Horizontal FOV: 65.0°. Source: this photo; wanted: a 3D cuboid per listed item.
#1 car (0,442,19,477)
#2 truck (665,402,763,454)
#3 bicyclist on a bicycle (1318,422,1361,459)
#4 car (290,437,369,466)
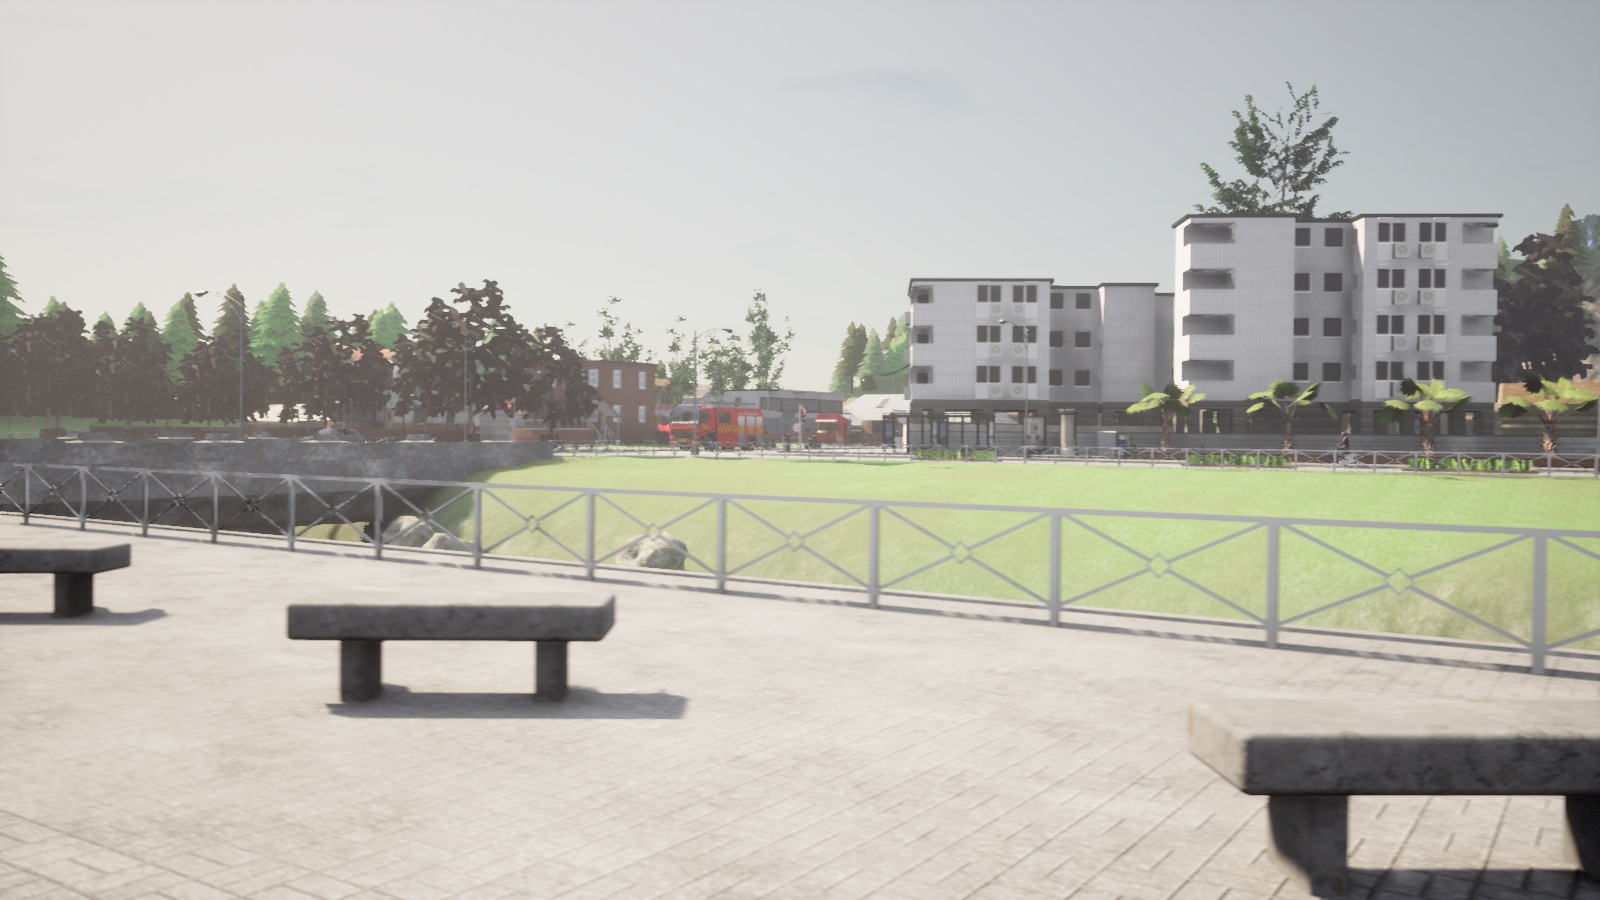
[{"bbox_3d":[-33.786,0.418,48.905,2.033,1.411,5.357,0,1,34],"label":"car"},{"bbox_3d":[-6.527,-1.700,97.145,2.891,3.827,8.468,0,1,35],"label":"truck"},{"bbox_3d":[26.166,-0.467,60.918,1.843,1.776,0.659,0,1,34],"label":"bicyclist on a bicycle"},{"bbox_3d":[-25.625,0.044,68.434,1.845,1.501,3.633,0,1,34],"label":"car"}]
